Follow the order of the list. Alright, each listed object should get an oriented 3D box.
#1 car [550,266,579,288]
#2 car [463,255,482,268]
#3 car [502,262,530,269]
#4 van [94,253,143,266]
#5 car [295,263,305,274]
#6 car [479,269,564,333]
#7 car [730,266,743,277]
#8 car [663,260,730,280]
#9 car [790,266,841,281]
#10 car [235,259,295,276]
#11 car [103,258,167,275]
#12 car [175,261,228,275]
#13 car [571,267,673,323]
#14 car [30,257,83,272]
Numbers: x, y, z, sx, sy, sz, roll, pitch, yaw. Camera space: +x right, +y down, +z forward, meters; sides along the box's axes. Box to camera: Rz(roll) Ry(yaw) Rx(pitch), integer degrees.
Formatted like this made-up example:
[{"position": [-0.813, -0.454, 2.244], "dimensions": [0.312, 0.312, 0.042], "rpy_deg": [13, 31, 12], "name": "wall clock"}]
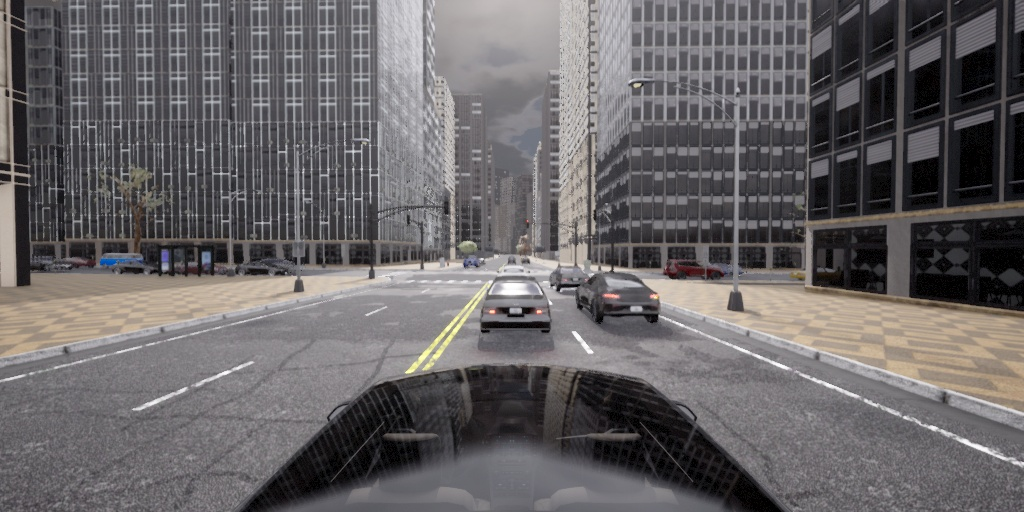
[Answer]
[{"position": [3.339, 1.280, 21.347], "dimensions": [2.033, 1.411, 5.357], "rpy_deg": [0, 0, 0], "name": "car"}, {"position": [-6.613, 0.908, 58.549], "dimensions": [2.150, 2.045, 5.566], "rpy_deg": [0, 0, 1], "name": "car"}, {"position": [0.088, 1.259, 20.257], "dimensions": [1.812, 1.442, 4.674], "rpy_deg": [0, 0, 0], "name": "car"}, {"position": [-45.314, 0.589, 41.626], "dimensions": [3.998, 1.789, 1.690], "rpy_deg": [0, 0, 1], "name": "van"}, {"position": [-23.076, 1.038, 35.387], "dimensions": [4.902, 1.511, 2.128], "rpy_deg": [1, 1, 1], "name": "car"}, {"position": [0.095, 1.290, 10.666], "dimensions": [2.033, 1.411, 5.357], "rpy_deg": [0, 0, 0], "name": "car"}, {"position": [21.320, 1.438, 37.868], "dimensions": [5.357, 1.411, 2.033], "rpy_deg": [0, 1, 1], "name": "car"}, {"position": [16.173, 1.257, 32.174], "dimensions": [5.009, 1.841, 2.192], "rpy_deg": [0, 0, 1], "name": "car"}, {"position": [27.622, 1.566, 31.985], "dimensions": [4.829, 1.417, 1.751], "rpy_deg": [0, 0, 1], "name": "car"}, {"position": [-22.752, 1.161, 32.675], "dimensions": [4.313, 1.339, 1.948], "rpy_deg": [0, 0, 1], "name": "car"}, {"position": [-34.117, 1.057, 32.973], "dimensions": [4.313, 1.339, 1.948], "rpy_deg": [0, 0, 1], "name": "car"}, {"position": [-28.436, 1.125, 32.804], "dimensions": [4.207, 1.307, 1.802], "rpy_deg": [0, 0, 1], "name": "car"}, {"position": [3.345, 1.268, 11.937], "dimensions": [1.812, 1.442, 4.674], "rpy_deg": [0, 0, 0], "name": "car"}, {"position": [-46.922, 0.822, 35.892], "dimensions": [4.902, 1.511, 2.128], "rpy_deg": [0, 1, 2], "name": "car"}]
